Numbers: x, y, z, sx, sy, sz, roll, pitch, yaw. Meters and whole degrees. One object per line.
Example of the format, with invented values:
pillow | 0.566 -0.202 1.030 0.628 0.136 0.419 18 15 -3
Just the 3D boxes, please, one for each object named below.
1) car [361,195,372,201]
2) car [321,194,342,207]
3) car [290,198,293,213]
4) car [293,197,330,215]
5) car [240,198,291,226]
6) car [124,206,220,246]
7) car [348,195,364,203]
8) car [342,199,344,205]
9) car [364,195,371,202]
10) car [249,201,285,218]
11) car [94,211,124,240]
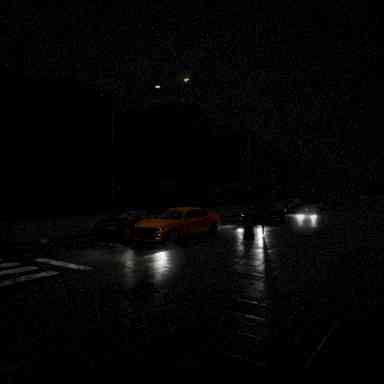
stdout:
car | 42.884 1.518 81.665 1.887 1.381 4.507 0 0 35
car | 20.035 1.249 49.129 2.192 1.841 5.009 0 0 35
car | 10.242 1.377 35.185 1.967 1.590 4.097 0 0 35
car | 12.014 1.499 33.272 1.994 1.385 4.181 0 0 35
car | 5.106 1.450 23.458 1.837 1.490 4.892 0 0 35
car | -0.544 1.440 15.413 1.882 1.535 5.008 0 0 35
car | 33.092 1.507 67.721 1.947 1.339 4.313 0 0 35
car | 23.300 1.499 53.778 1.947 1.339 4.313 0 0 35
car | 39.522 1.485 76.878 1.752 1.417 4.829 0 0 35
car | 6.978 1.522 30.537 1.802 1.307 4.206 0 0 35
car | -2.814 1.516 16.594 2.008 1.369 4.403 0 0 35
